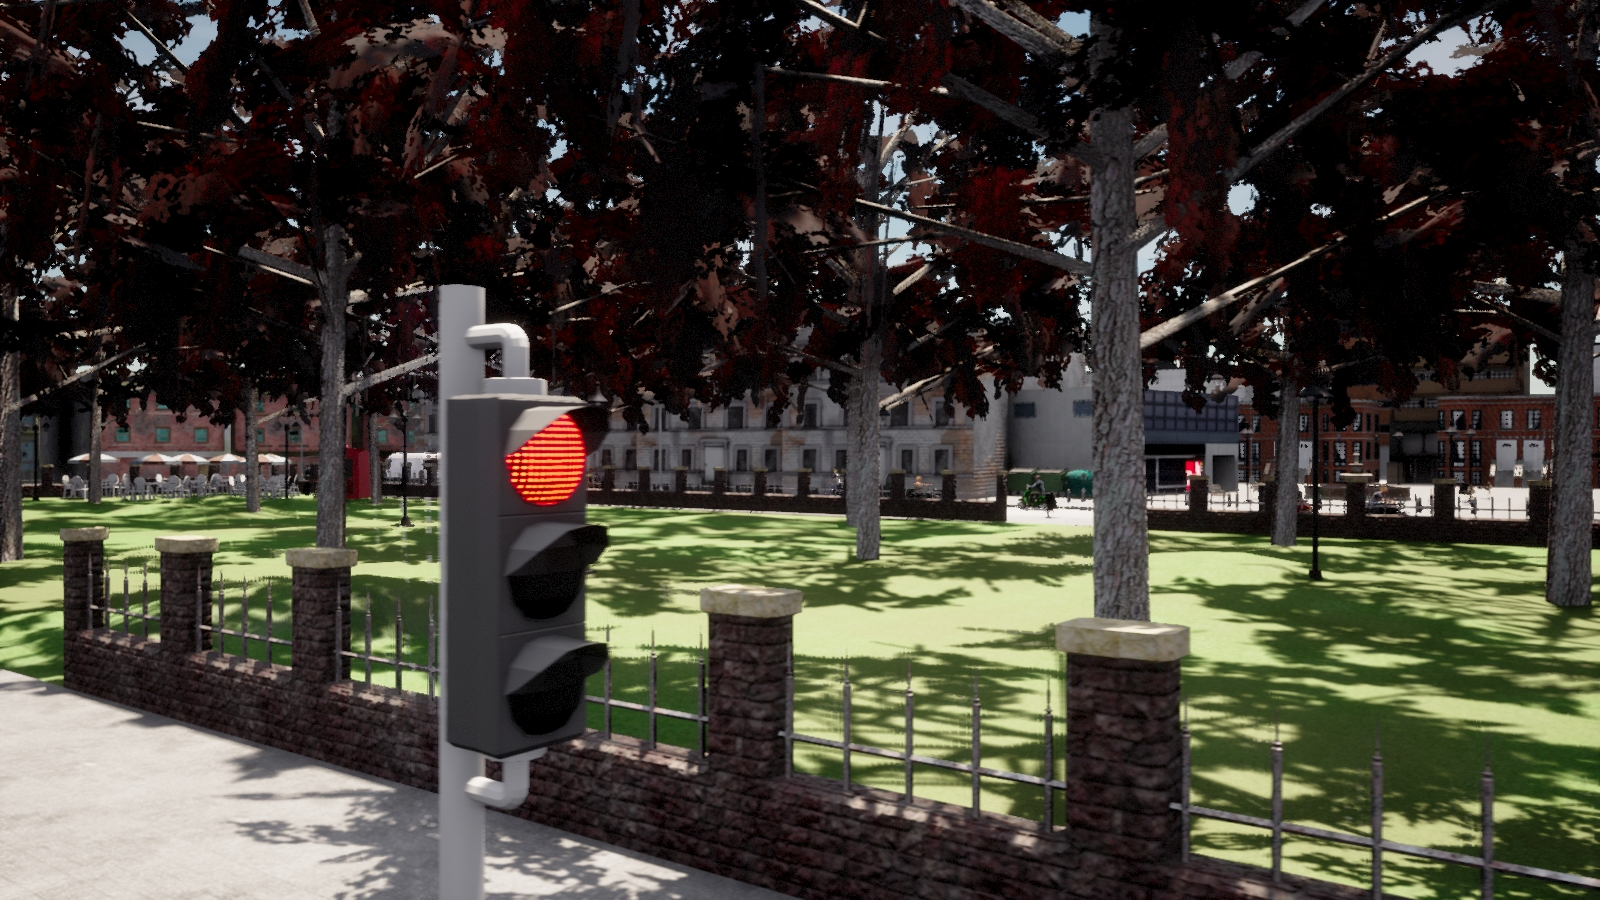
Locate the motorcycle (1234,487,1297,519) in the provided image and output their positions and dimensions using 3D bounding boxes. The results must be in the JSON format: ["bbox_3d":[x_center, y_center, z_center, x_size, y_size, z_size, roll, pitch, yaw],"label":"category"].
[{"bbox_3d":[17.417,1.979,42.747,2.033,1.145,0.803,-1,-1,36],"label":"motorcycle"}]

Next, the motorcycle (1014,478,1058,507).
[{"bbox_3d":[10.830,1.933,52.414,1.805,1.236,0.856,0,0,36],"label":"motorcycle"}]

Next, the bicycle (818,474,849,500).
[{"bbox_3d":[1.738,1.893,59.097,1.643,1.296,0.373,0,0,36],"label":"bicycle"}]

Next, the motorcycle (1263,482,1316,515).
[{"bbox_3d":[19.700,1.947,45.956,1.805,1.236,0.856,0,0,36],"label":"motorcycle"}]

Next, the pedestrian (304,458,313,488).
[{"bbox_3d":[-31.001,1.440,72.099,0.375,1.860,0.375,0,0,36],"label":"pedestrian"}]
